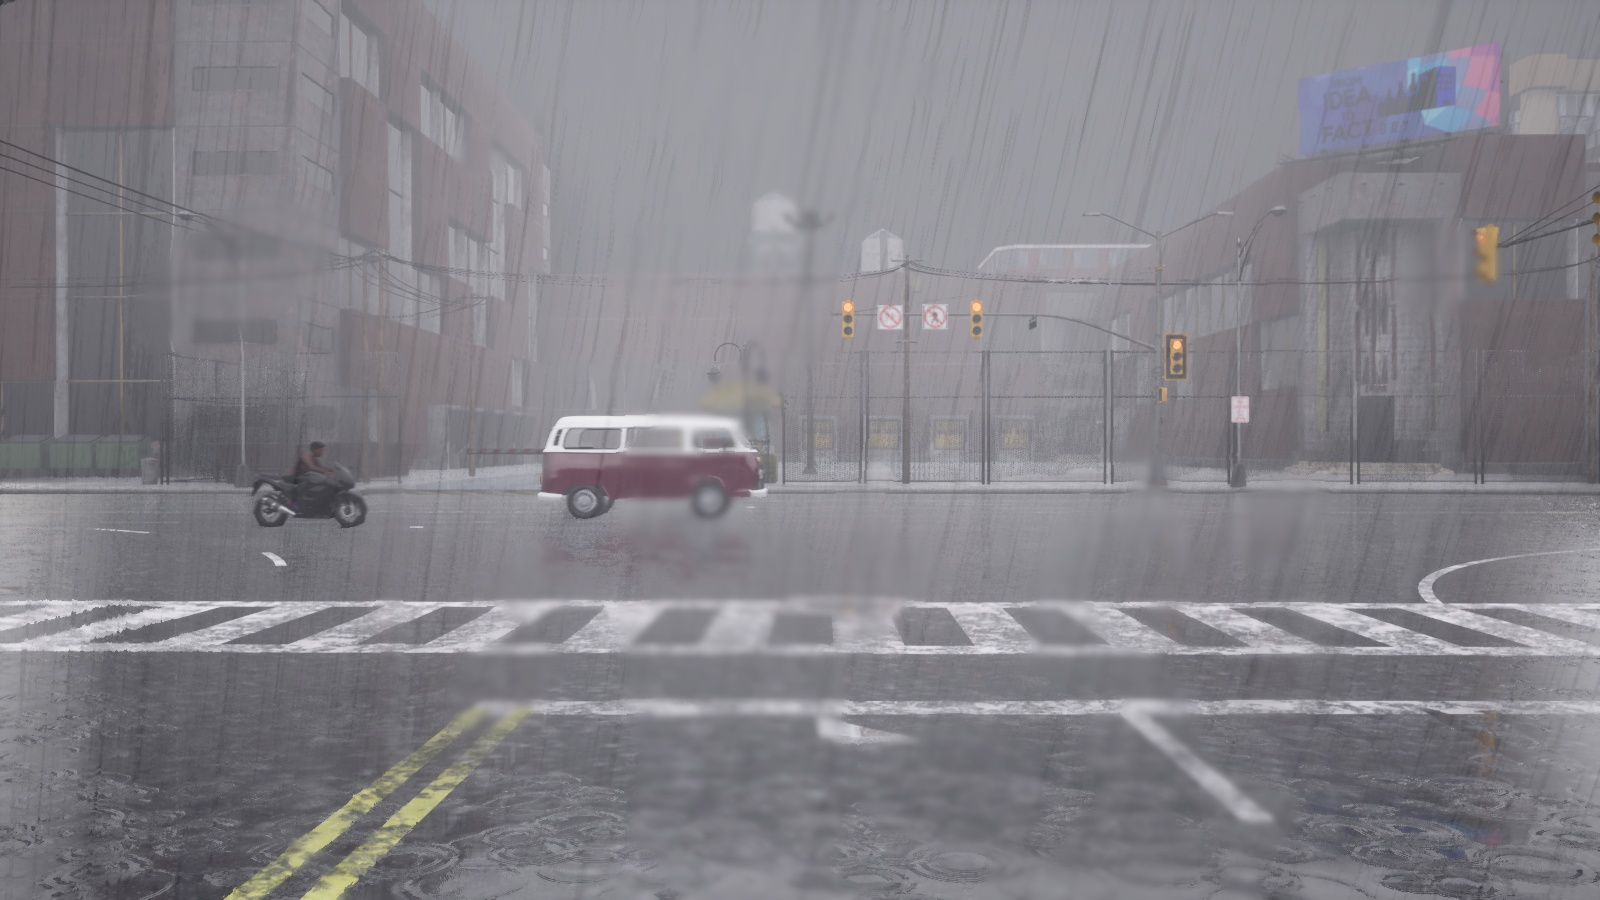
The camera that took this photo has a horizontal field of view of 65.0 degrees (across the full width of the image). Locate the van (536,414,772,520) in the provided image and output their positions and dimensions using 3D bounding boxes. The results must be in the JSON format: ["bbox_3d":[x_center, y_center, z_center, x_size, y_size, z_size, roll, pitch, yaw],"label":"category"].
[{"bbox_3d":[-2.848,0.325,25.325,4.480,2.038,2.069,0,0,1],"label":"van"}]

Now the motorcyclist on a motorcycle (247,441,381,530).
[{"bbox_3d":[-8.470,0.598,21.935,2.044,1.523,0.797,0,0,1],"label":"motorcyclist on a motorcycle"}]
